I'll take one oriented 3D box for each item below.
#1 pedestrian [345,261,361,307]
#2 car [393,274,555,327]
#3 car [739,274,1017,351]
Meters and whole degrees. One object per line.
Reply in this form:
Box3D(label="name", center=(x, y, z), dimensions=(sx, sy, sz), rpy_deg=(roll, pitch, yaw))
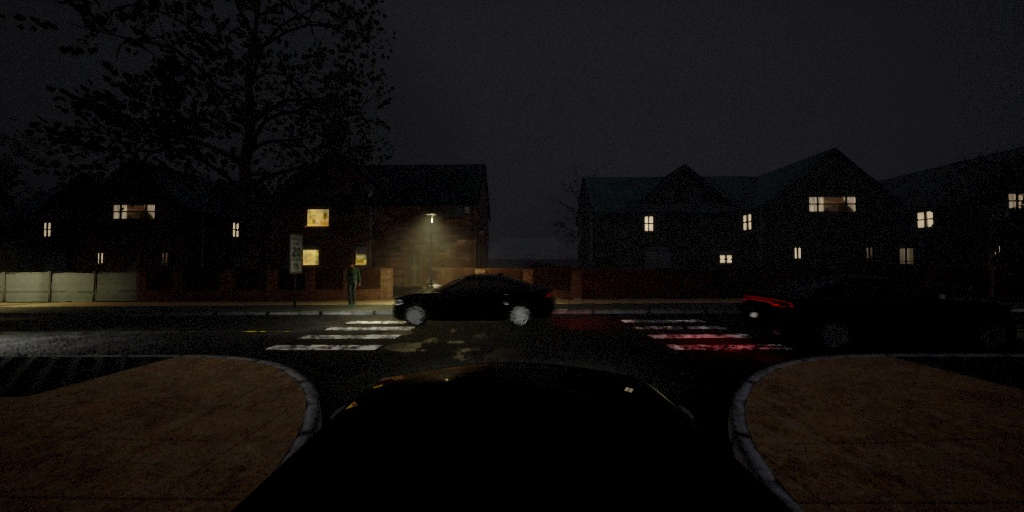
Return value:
Box3D(label="pedestrian", center=(-6.451, 1.113, 14.418), dimensions=(0.375, 1.860, 0.375), rpy_deg=(0, -1, 2))
Box3D(label="car", center=(-1.171, 1.328, 11.331), dimensions=(5.008, 1.535, 1.882), rpy_deg=(0, -1, 2))
Box3D(label="car", center=(7.970, 1.165, 8.099), dimensions=(5.008, 1.535, 1.882), rpy_deg=(0, -1, 2))
